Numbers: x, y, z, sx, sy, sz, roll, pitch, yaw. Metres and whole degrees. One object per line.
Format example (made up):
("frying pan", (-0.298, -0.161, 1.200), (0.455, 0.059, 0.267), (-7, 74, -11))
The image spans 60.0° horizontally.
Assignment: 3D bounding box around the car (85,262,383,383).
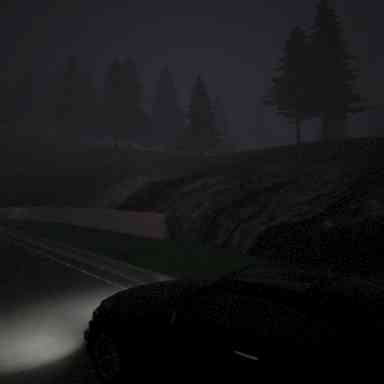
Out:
("car", (0.776, 1.543, 3.625), (4.674, 1.442, 1.812), (-1, 0, 38))
